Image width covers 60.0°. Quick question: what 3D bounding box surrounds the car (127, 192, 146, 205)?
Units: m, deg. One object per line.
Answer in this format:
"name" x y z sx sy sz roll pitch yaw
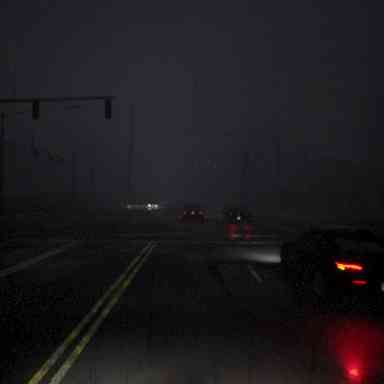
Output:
"car" -10.540 1.278 61.712 2.150 2.045 5.566 0 0 1

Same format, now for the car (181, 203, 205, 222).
"car" 0.087 1.658 27.774 2.033 1.411 5.357 0 0 0

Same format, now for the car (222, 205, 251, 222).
"car" 3.584 1.708 27.646 1.895 1.301 4.718 0 0 0

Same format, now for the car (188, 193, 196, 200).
"car" -0.021 1.076 87.113 2.097 1.767 4.553 0 1 0

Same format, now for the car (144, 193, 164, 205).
"car" -7.043 1.546 62.050 2.128 1.511 4.902 0 0 1

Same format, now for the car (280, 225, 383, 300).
"car" 3.581 1.561 8.321 1.812 1.442 4.674 0 0 0

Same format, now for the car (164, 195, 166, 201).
"car" -7.018 1.364 77.243 1.882 1.535 5.008 0 1 0

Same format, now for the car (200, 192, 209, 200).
"car" 3.479 1.245 87.147 1.812 1.442 4.674 0 1 0

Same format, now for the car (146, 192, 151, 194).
"car" -10.518 1.104 77.705 2.150 2.045 5.566 0 1 0
